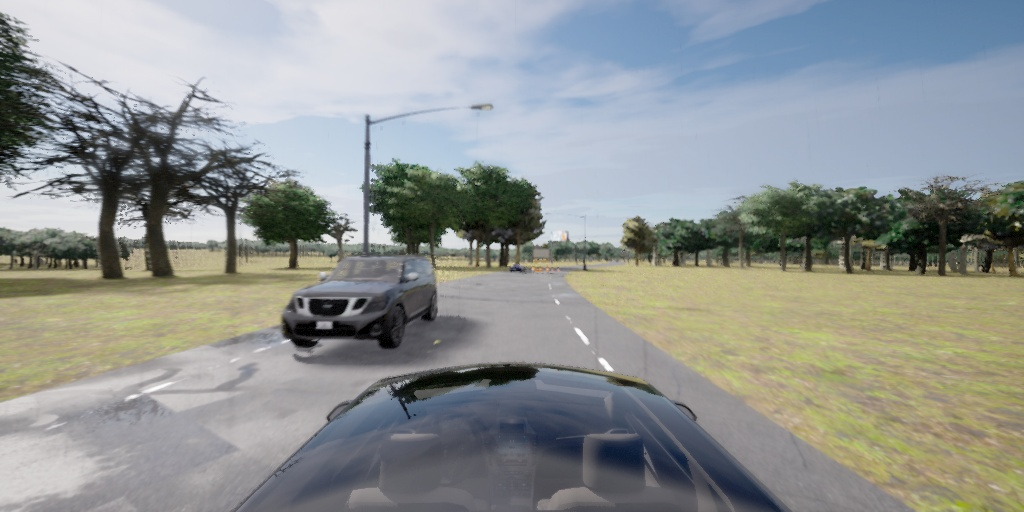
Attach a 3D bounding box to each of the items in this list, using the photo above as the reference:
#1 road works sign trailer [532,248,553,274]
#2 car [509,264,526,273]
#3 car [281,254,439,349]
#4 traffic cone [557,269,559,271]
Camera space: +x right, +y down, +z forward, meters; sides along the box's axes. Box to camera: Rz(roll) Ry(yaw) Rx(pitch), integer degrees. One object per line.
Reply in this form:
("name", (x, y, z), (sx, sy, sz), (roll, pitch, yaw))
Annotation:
("road works sign trailer", (4.011, 0.643, 49.358), (2.380, 3.560, 2.880), (0, 0, 10))
("car", (0.824, 1.760, 51.363), (1.895, 1.301, 4.718), (1, -1, 11))
("car", (-3.483, 0.969, 9.529), (2.150, 2.045, 5.566), (1, 0, 1))
("traffic cone", (7.960, 2.324, 61.824), (0.340, 0.580, 0.340), (0, 0, 11))
